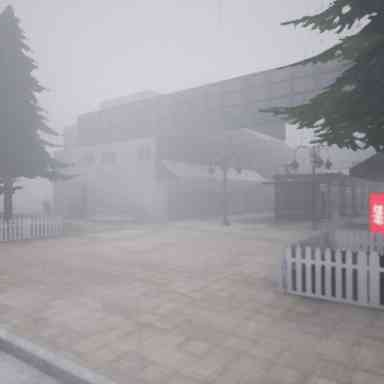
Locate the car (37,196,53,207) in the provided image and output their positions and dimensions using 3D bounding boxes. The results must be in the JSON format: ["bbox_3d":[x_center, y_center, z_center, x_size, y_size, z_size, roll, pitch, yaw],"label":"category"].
[{"bbox_3d":[-23.710,1.619,56.450,4.605,1.855,1.932,-1,0,36],"label":"car"}]

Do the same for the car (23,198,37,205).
[{"bbox_3d":[-34.910,2.004,72.504,4.514,1.523,2.007,-1,0,36],"label":"car"}]

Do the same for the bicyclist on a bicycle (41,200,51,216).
[{"bbox_3d":[-14.552,1.596,33.129,1.656,1.620,0.582,-1,-1,36],"label":"bicyclist on a bicycle"}]
